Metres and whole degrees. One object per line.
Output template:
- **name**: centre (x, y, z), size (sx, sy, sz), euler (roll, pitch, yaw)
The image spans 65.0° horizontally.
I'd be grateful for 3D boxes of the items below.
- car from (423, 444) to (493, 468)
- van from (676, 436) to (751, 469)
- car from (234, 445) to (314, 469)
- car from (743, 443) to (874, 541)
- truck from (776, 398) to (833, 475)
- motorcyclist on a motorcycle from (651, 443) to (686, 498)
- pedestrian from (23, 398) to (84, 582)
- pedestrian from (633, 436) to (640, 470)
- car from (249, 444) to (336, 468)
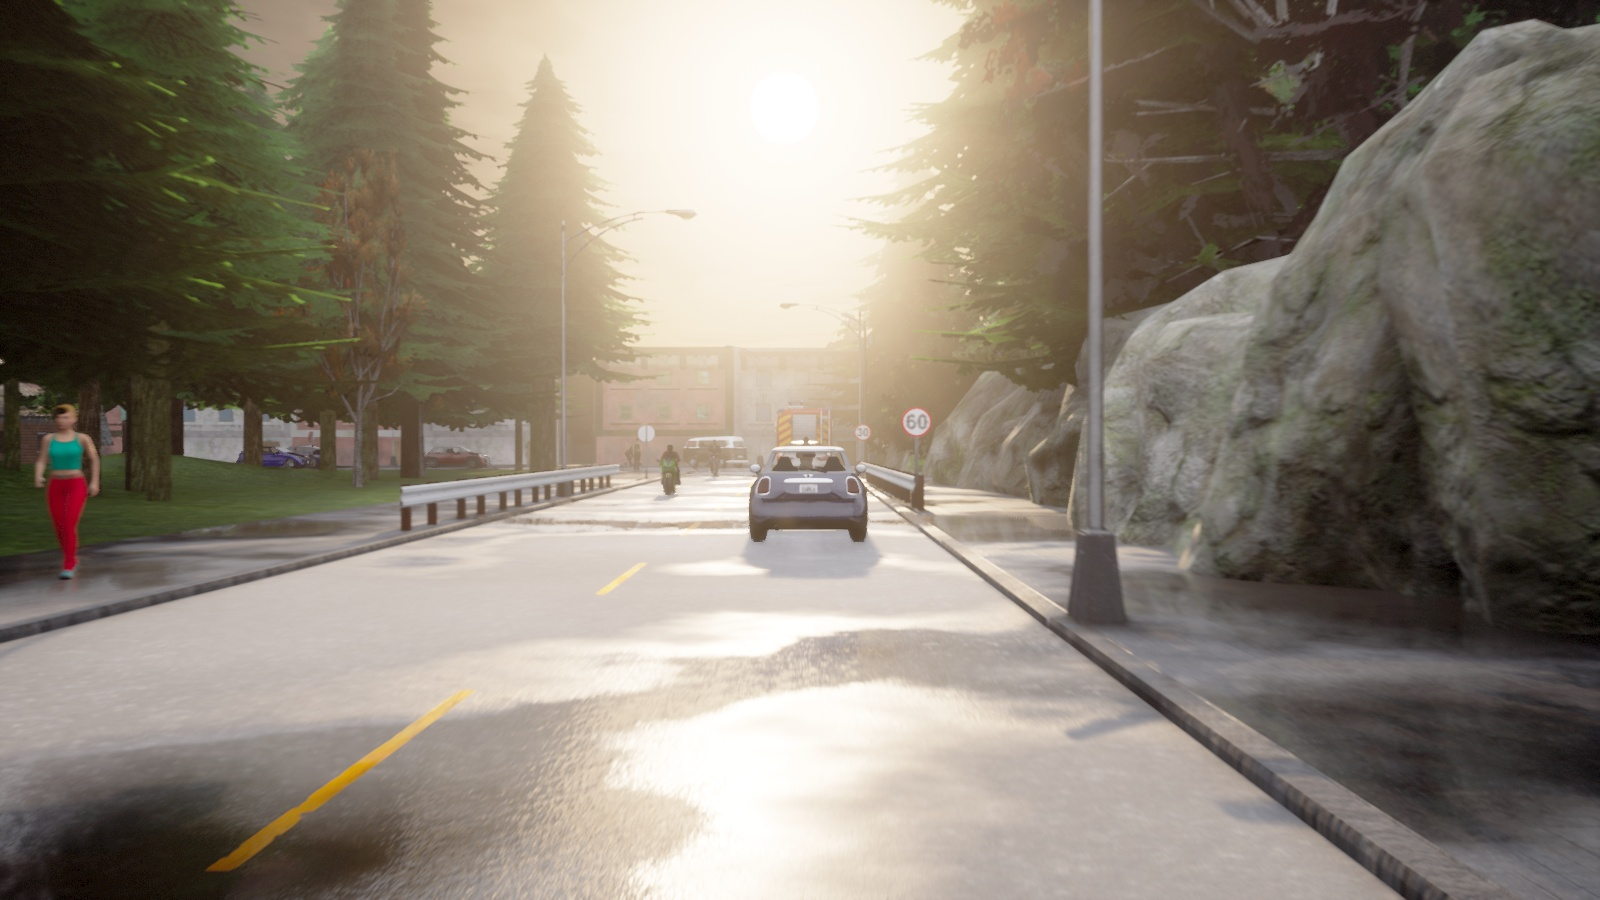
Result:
- **car**: centre (-21.159, 0.376, 77.855), size (3.806, 1.475, 1.970), euler (0, 0, 0)
- **van**: centre (-5.516, 0.140, 80.027), size (4.480, 2.038, 2.069), euler (0, 0, 38)
- **car**: centre (-32.595, 0.415, 77.938), size (4.193, 1.474, 1.816), euler (0, 0, 0)
- **car**: centre (0.135, 0.627, 20.795), size (1.970, 1.475, 3.806), euler (0, 0, 0)
- **truck**: centre (0.211, -0.693, 67.299), size (2.891, 3.827, 8.468), euler (0, 0, 0)
- **motorcyclist on a motorcycle**: centre (-3.823, 0.574, 36.658), size (0.797, 1.523, 2.044), euler (0, 1, 0)
- **pedestrian**: centre (-7.628, 0.398, 12.845), size (0.345, 1.836, 0.594), euler (0, 0, -9)
- **pedestrian**: centre (-9.054, 0.164, 69.633), size (0.345, 1.836, 0.594), euler (0, 0, -4)
- **car**: centre (-33.092, 0.384, 81.942), size (4.792, 1.488, 2.163), euler (0, 0, 0)
